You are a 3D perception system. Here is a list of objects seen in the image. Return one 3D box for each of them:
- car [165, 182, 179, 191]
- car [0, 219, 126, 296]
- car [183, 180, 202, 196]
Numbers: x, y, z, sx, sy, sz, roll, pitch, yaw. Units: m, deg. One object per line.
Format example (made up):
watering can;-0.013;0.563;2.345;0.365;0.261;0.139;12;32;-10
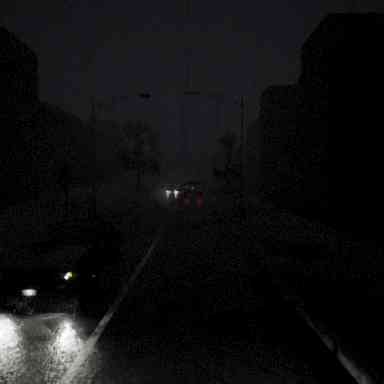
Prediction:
car;-3.069;-0.861;52.090;1.994;1.385;4.181;0;4;0
car;-3.105;1.486;8.996;2.033;1.411;5.357;0;1;0
car;0.096;-0.595;42.556;2.150;2.045;5.566;0;4;0
